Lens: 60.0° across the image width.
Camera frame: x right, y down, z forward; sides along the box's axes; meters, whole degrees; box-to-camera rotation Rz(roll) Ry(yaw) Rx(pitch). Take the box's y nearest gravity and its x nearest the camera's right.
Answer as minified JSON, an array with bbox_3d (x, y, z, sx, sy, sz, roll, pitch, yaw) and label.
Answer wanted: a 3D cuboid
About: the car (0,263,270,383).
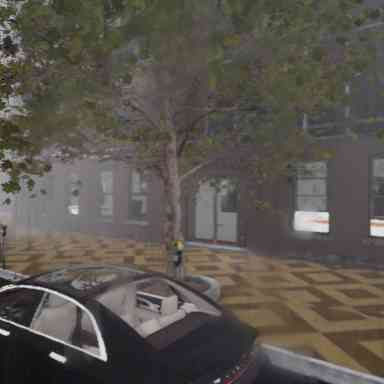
[{"bbox_3d":[-1.329,1.531,3.823,4.403,1.369,2.008,0,0,36],"label":"car"}]
